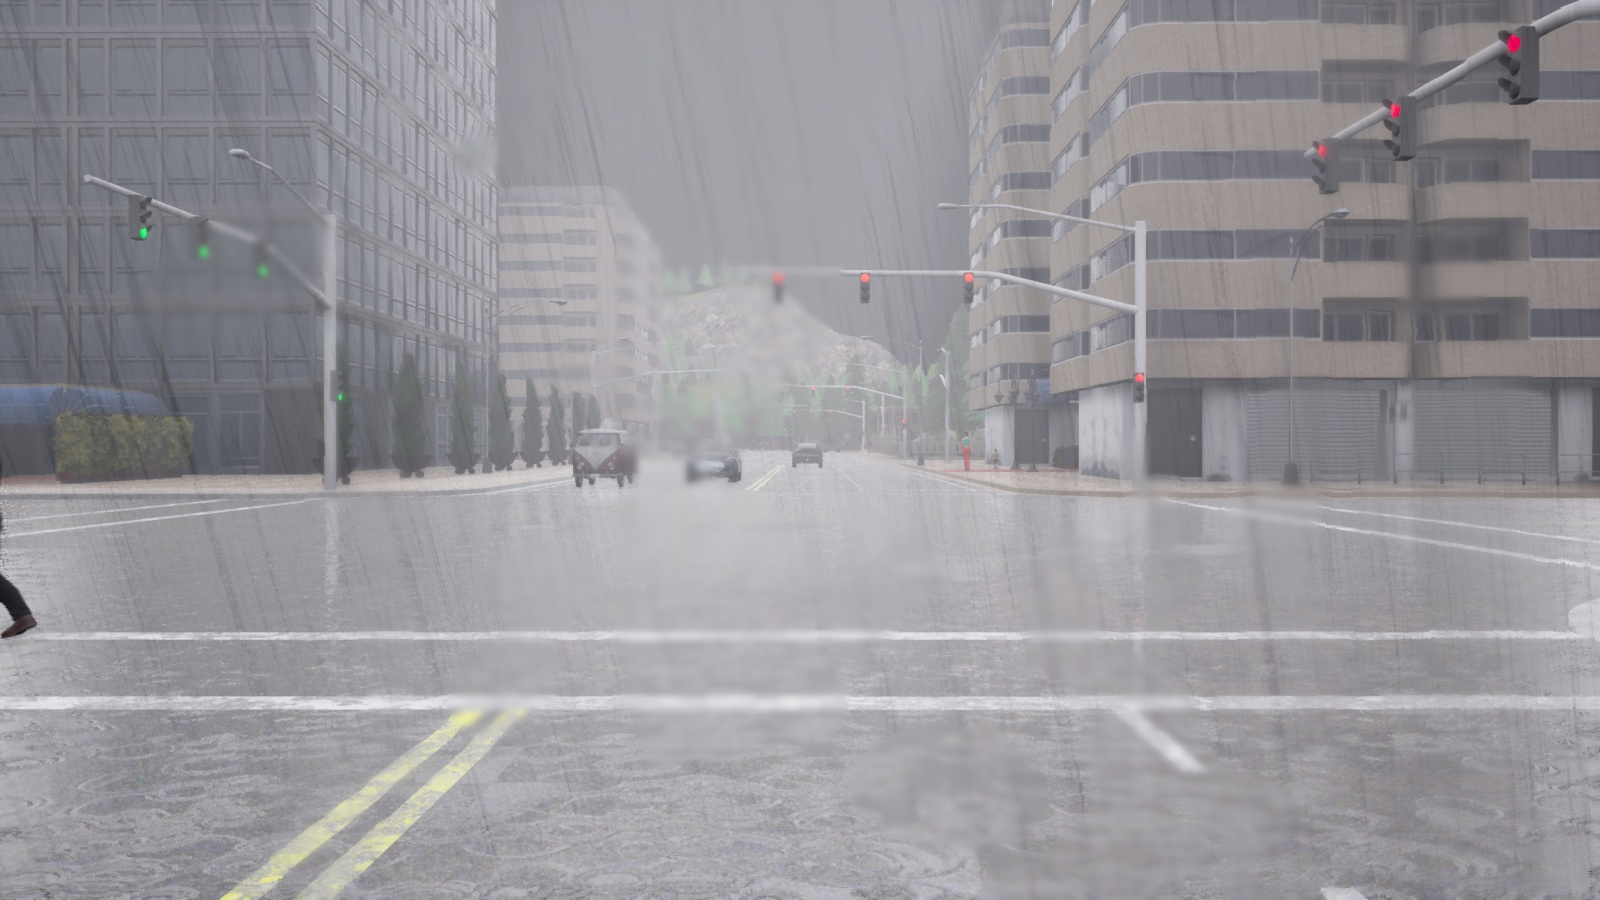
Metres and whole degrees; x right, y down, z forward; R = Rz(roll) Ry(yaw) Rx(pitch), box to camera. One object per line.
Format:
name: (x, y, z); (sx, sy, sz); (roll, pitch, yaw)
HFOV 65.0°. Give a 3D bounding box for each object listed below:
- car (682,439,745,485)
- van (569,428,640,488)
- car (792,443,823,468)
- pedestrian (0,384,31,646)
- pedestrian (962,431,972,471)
car: (-3.212, 0.405, 47.640); (2.033, 1.649, 4.856); (0, 0, 0)
van: (-6.735, 0.247, 43.655); (1.775, 1.987, 4.442); (0, 0, 0)
car: (0.453, 0.319, 76.675); (1.837, 1.490, 4.892); (0, 0, 0)
pedestrian: (-6.344, 0.483, 9.496); (0.788, 1.949, 0.423); (0, 0, 1)
pedestrian: (7.775, 0.050, 58.606); (0.345, 1.836, 0.594); (0, 0, -4)
